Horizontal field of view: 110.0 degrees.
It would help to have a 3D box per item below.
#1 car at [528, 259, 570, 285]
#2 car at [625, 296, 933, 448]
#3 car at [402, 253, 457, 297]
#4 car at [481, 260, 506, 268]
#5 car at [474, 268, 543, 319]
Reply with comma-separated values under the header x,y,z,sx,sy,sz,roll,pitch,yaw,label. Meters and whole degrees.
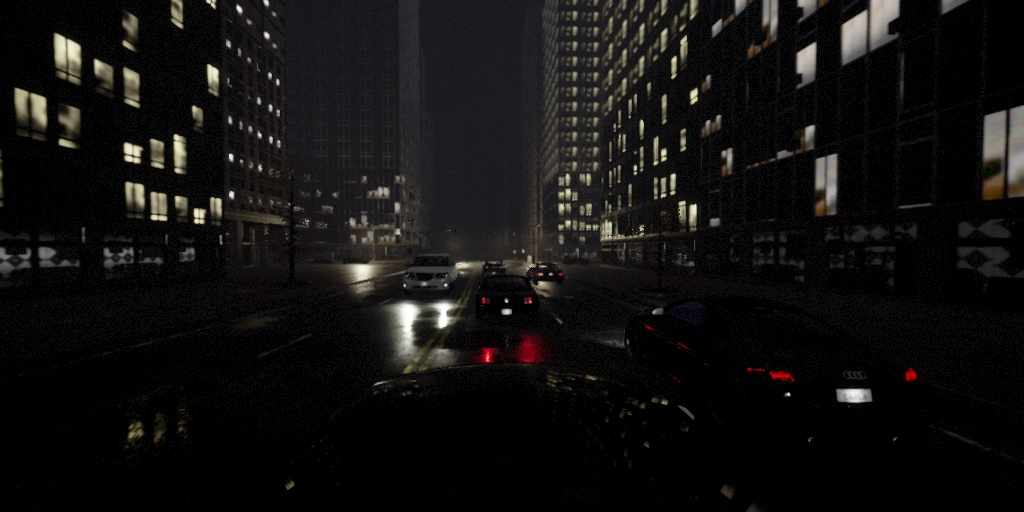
x,y,z,sx,sy,sz,roll,pitch,yaw,label
2.167,1.129,24.384,2.033,1.411,5.357,0,0,-5,car
3.228,1.282,5.418,1.994,1.385,4.181,0,0,-1,car
-4.092,0.863,18.658,2.150,2.045,5.566,0,0,-4,car
-1.513,1.047,29.417,2.128,1.511,4.902,0,0,-5,car
-0.257,1.276,12.386,1.895,1.301,4.718,0,0,-3,car
